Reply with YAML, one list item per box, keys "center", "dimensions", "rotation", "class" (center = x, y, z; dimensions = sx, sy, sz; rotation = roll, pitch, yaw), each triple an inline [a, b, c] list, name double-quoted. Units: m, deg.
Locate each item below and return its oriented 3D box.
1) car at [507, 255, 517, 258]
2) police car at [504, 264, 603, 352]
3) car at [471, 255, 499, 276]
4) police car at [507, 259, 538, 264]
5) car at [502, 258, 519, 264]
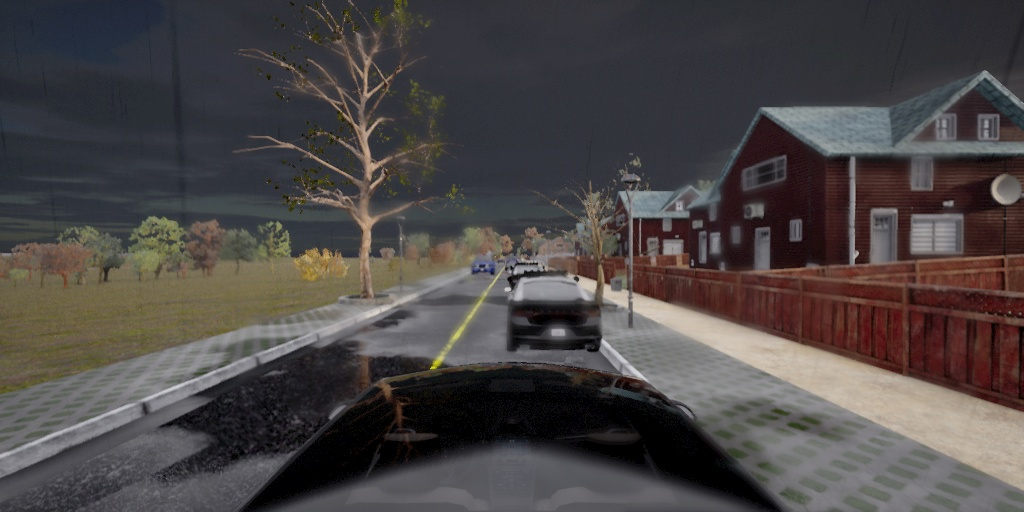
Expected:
- center: [0.054, 0.904, 62.037]
  dimensions: [2.150, 2.045, 5.566]
  rotation: [0, 0, 0]
  class: "car"
- center: [0.831, 1.163, 8.999]
  dimensions: [1.930, 1.638, 5.238]
  rotation: [0, 0, 0]
  class: "police car"
- center: [-2.820, 0.923, 36.476]
  dimensions: [2.150, 2.045, 5.566]
  rotation: [0, 0, 0]
  class: "car"
- center: [0.840, 1.149, 19.000]
  dimensions: [1.930, 1.638, 5.238]
  rotation: [0, 0, 0]
  class: "police car"
- center: [0.079, 1.256, 47.273]
  dimensions: [1.994, 1.385, 4.181]
  rotation: [0, 0, 0]
  class: "car"
